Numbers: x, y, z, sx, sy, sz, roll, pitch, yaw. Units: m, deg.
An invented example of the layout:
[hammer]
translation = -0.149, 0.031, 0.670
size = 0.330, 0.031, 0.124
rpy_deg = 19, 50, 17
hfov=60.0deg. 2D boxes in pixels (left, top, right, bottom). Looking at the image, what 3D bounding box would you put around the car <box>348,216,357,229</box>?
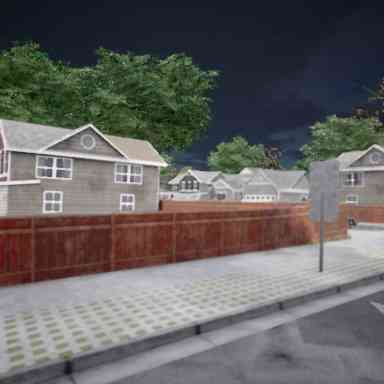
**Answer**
[car]
translation = 9.466, 1.874, 23.762
size = 1.994, 1.385, 4.181
rpy_deg = 3, -2, -36
